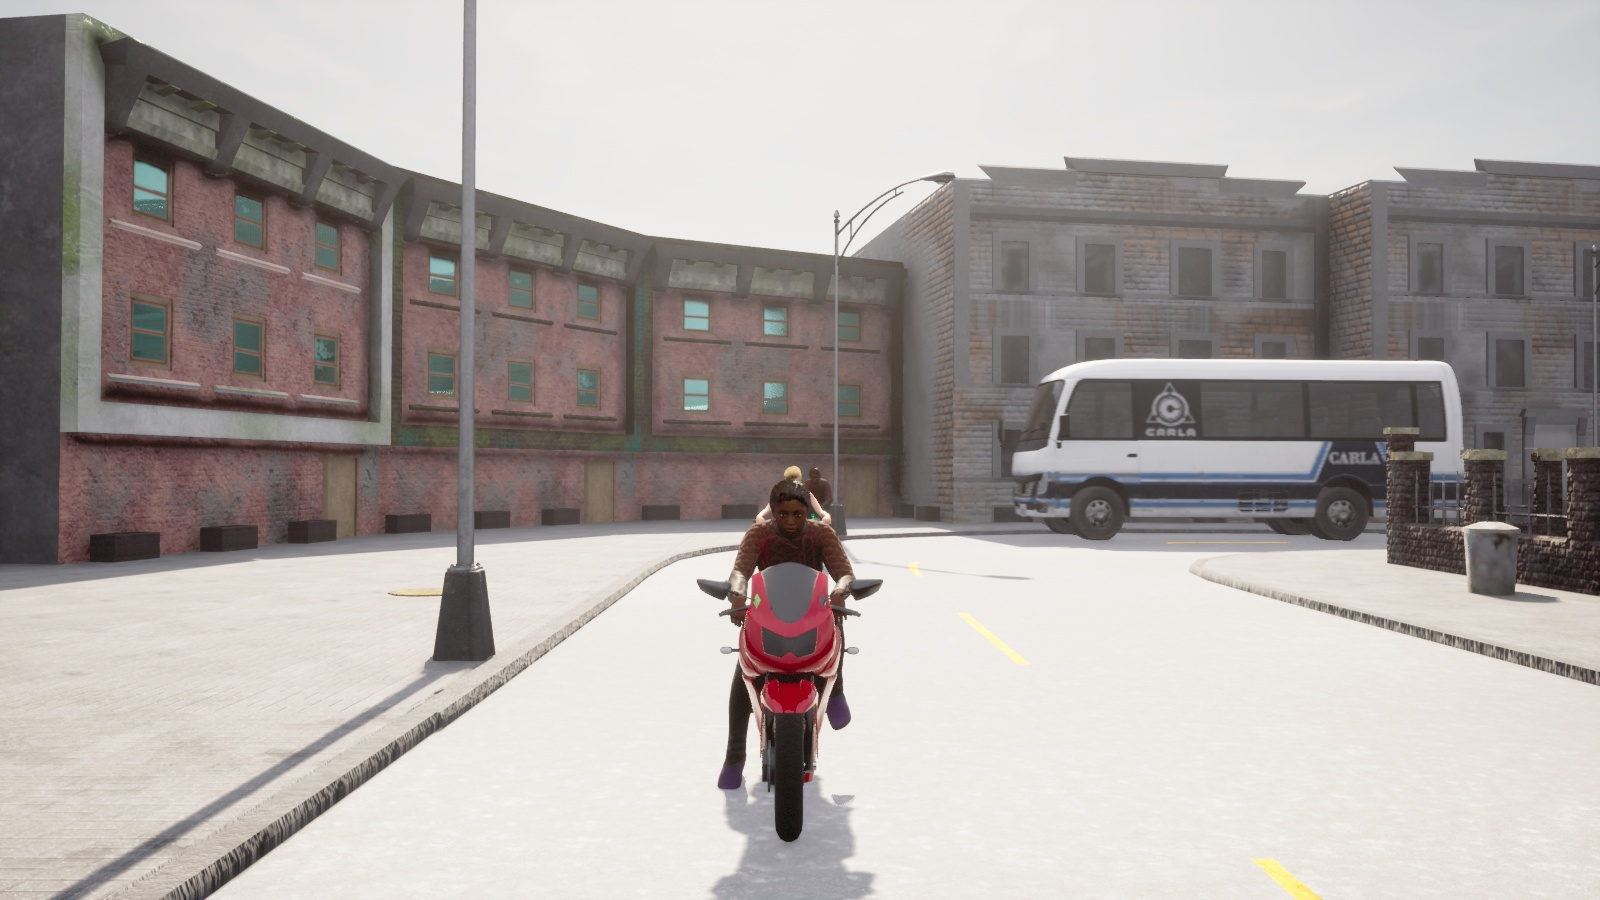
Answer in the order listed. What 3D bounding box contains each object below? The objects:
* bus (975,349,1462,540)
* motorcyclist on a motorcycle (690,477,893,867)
[{"bbox_3d":[9.660,-0.097,30.050,10.273,4.253,3.944,0,-1,-2],"label":"bus"},{"bbox_3d":[-0.041,0.897,5.981,0.797,1.523,2.044,0,-1,0],"label":"motorcyclist on a motorcycle"}]
